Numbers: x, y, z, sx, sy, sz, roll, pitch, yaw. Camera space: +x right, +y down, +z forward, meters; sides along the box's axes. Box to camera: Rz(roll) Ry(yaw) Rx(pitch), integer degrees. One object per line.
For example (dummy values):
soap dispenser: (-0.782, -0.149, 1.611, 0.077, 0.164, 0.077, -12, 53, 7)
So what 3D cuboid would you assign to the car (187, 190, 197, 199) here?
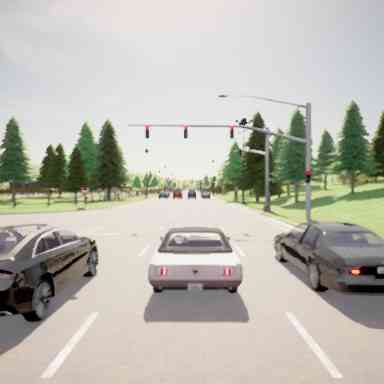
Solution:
car: (-0.006, 0.610, 80.939, 2.150, 2.045, 5.566, 0, 0, 0)

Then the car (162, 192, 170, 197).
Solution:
car: (-7.006, 0.648, 91.330, 1.837, 1.490, 4.892, 0, 0, 0)

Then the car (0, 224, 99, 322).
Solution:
car: (-3.430, 1.437, 7.101, 2.128, 1.511, 4.902, 0, 0, 0)

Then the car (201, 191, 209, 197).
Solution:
car: (3.494, 0.503, 91.299, 2.097, 1.767, 4.553, 0, 0, 0)

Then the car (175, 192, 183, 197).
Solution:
car: (-3.506, 0.673, 91.330, 2.128, 1.511, 4.902, 0, 0, 0)

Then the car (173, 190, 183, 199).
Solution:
car: (-3.506, 0.610, 80.939, 2.150, 2.045, 5.566, 0, 0, 0)

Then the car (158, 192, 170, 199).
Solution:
car: (-7.006, 0.738, 81.297, 2.097, 1.767, 4.553, 0, 0, 0)

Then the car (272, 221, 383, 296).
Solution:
car: (3.579, 1.481, 8.672, 2.033, 1.411, 5.357, 0, 0, 0)

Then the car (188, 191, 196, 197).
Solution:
car: (-0.006, 0.503, 91.299, 2.097, 1.767, 4.553, 0, 0, 0)

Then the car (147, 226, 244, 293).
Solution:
car: (0.078, 1.535, 8.644, 1.895, 1.301, 4.718, 0, 0, 0)

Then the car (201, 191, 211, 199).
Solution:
car: (3.494, 0.910, 80.912, 2.128, 1.511, 4.902, 0, 0, 0)
